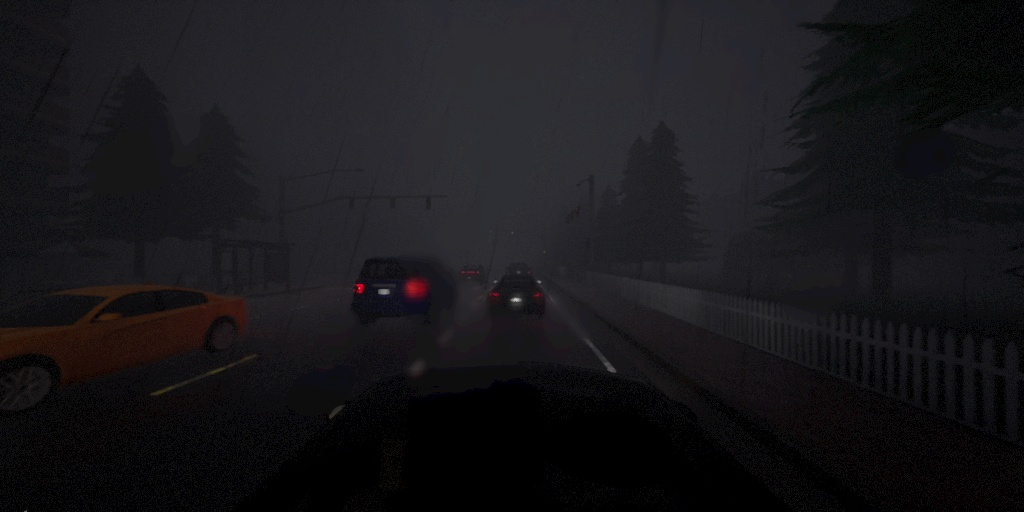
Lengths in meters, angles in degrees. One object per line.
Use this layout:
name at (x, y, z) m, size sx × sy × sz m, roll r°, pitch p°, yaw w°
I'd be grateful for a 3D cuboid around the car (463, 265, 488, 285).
car at (-2.965, 1.439, 28.395) m, size 2.128 × 1.511 × 4.902 m, roll 0°, pitch -1°, yaw 1°

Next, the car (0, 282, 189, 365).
car at (-10.522, 1.402, 8.242) m, size 1.895 × 1.301 × 4.718 m, roll 0°, pitch 0°, yaw 1°

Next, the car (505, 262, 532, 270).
car at (0.544, 1.295, 28.889) m, size 2.097 × 1.767 × 4.553 m, roll 0°, pitch -1°, yaw 1°

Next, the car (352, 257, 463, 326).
car at (-3.296, 1.048, 12.139) m, size 2.150 × 2.045 × 5.566 m, roll 0°, pitch 0°, yaw 2°

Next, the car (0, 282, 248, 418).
car at (-7.068, 1.262, 6.172) m, size 1.882 × 1.535 × 5.008 m, roll 0°, pitch 0°, yaw 1°

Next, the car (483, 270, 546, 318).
car at (0.214, 1.397, 13.485) m, size 1.994 × 1.385 × 4.181 m, roll 0°, pitch 0°, yaw 2°
